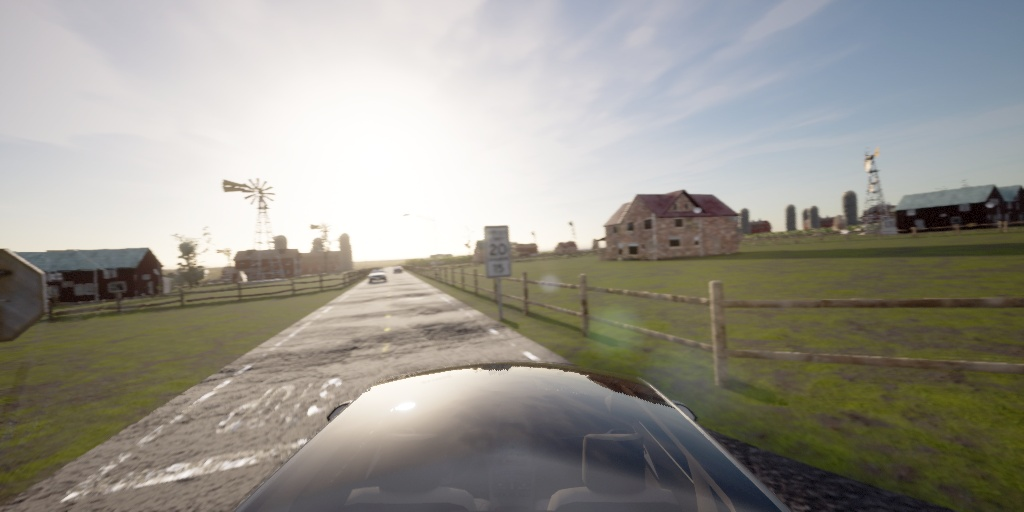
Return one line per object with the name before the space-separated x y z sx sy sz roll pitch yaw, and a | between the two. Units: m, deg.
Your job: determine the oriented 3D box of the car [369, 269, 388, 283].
car | -15.674 2.309 42.029 1.812 1.442 4.674 -3 0 -19
